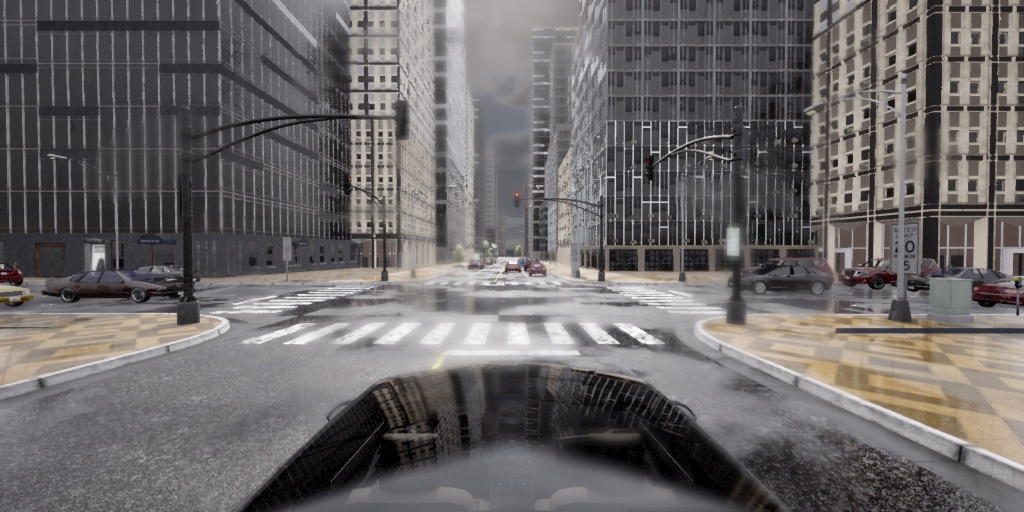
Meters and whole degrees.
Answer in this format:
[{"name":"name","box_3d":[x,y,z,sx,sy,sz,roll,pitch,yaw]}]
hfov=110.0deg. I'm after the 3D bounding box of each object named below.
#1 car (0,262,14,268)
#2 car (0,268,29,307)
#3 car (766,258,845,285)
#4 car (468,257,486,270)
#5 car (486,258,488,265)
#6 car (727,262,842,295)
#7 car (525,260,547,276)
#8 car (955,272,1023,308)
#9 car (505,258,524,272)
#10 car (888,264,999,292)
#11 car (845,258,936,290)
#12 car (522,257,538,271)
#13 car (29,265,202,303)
[{"name":"car","box_3d":[-32.547,1.077,21.644,4.097,1.591,1.967,0,0,0]},{"name":"car","box_3d":[-21.250,1.301,13.593,4.829,1.417,1.751,0,0,0]},{"name":"car","box_3d":[16.579,1.024,21.783,5.009,1.841,2.192,0,0,0]},{"name":"car","box_3d":[-5.270,1.168,52.486,1.967,1.591,4.097,0,0,0]},{"name":"car","box_3d":[-5.265,1.307,58.011,1.802,1.307,4.207,0,0,0]},{"name":"car","box_3d":[14.189,1.250,19.162,4.892,1.490,1.837,0,1,1]},{"name":"car","box_3d":[2.563,1.319,35.930,1.802,1.307,4.207,0,0,0]},{"name":"car","box_3d":[20.191,1.417,13.650,4.207,1.307,1.802,0,0,0]},{"name":"car","box_3d":[0.136,1.296,45.739,1.994,1.385,4.181,0,0,0]},{"name":"car","box_3d":[24.012,1.305,19.191,5.357,1.411,2.033,0,1,0]},{"name":"car","box_3d":[22.911,1.032,21.792,5.009,1.841,2.192,0,0,0]},{"name":"car","box_3d":[2.594,1.046,46.979,2.192,1.841,5.009,0,0,0]},{"name":"car","box_3d":[-17.619,1.290,16.180,5.357,1.411,2.033,0,1,0]}]
